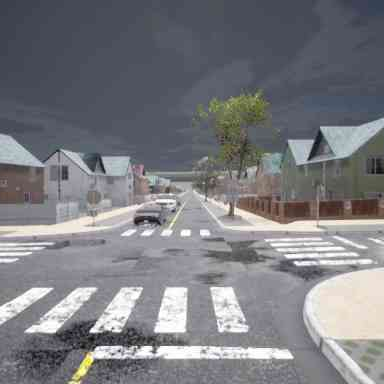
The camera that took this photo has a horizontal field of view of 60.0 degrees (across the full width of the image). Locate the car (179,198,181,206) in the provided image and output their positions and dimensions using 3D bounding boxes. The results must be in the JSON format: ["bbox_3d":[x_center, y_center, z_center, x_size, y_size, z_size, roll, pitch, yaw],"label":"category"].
[{"bbox_3d":[-2.874,1.331,53.048,2.097,1.767,4.553,0,0,0],"label":"car"}]

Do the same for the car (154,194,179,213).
[{"bbox_3d":[-2.891,1.210,36.688,2.150,2.045,5.566,0,0,0],"label":"car"}]

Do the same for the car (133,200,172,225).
[{"bbox_3d":[-2.914,1.539,24.226,2.033,1.411,5.357,0,0,2],"label":"car"}]
